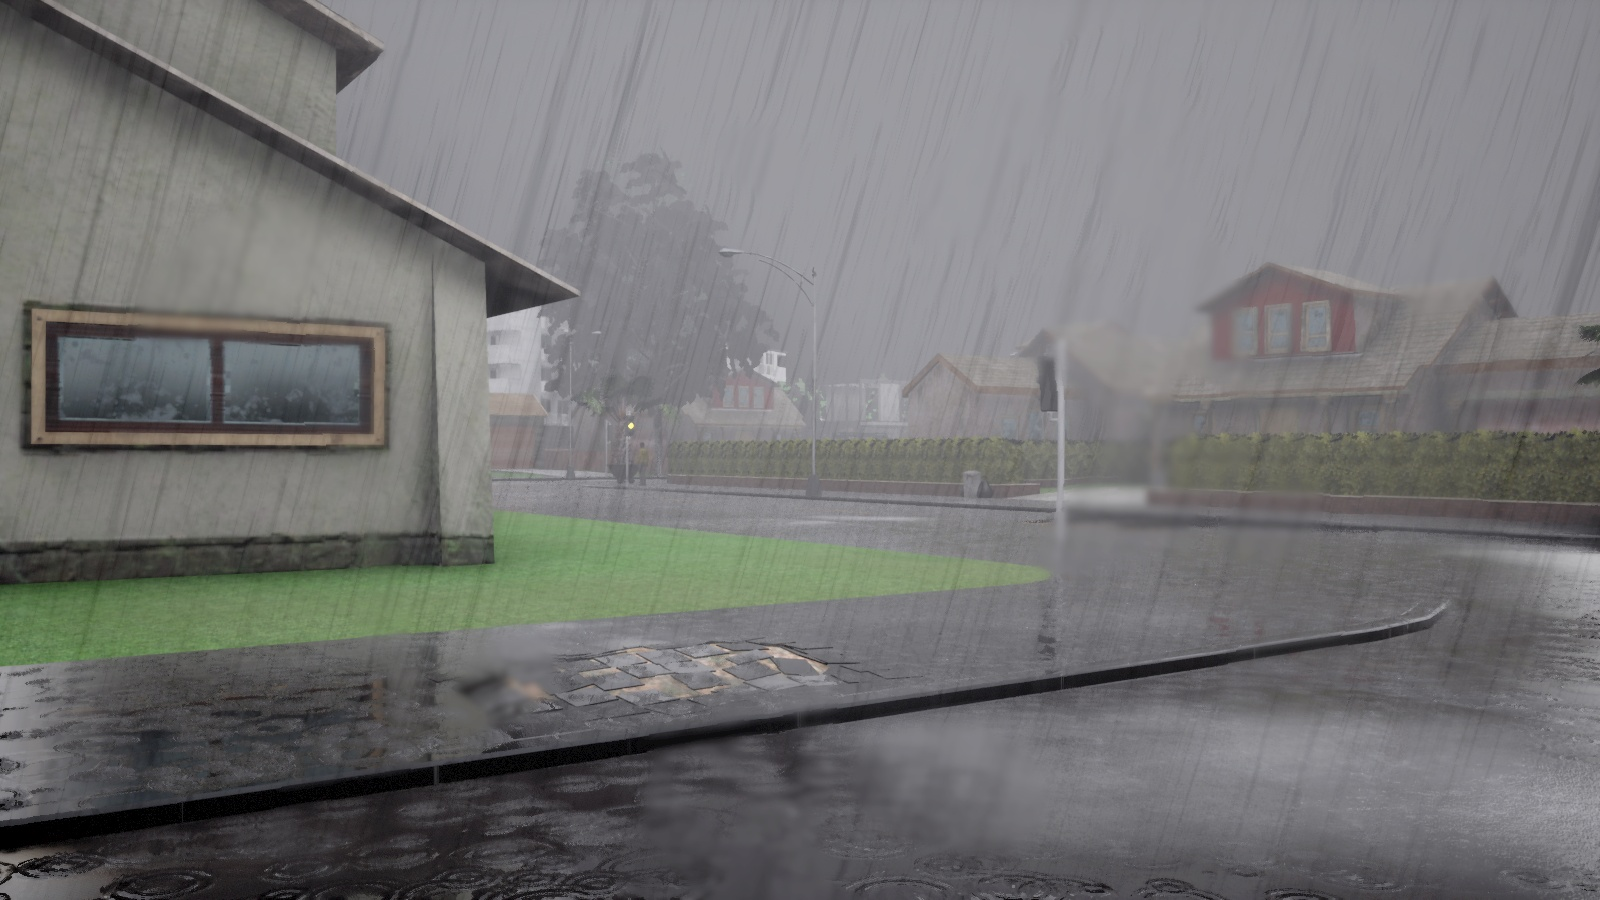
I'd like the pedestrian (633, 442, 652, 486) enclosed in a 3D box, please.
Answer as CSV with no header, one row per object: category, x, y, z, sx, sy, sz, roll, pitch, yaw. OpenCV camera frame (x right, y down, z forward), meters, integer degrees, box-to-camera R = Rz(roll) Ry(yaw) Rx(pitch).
pedestrian,-6.607,0.598,52.661,0.431,1.840,0.709,0,0,-43
